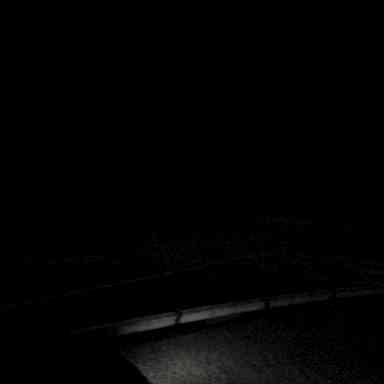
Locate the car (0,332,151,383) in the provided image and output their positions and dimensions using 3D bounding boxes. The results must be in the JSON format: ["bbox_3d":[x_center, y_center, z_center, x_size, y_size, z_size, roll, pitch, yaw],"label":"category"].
[{"bbox_3d":[-2.419,1.481,1.487,4.892,1.490,1.837,1,0,-36],"label":"car"}]
